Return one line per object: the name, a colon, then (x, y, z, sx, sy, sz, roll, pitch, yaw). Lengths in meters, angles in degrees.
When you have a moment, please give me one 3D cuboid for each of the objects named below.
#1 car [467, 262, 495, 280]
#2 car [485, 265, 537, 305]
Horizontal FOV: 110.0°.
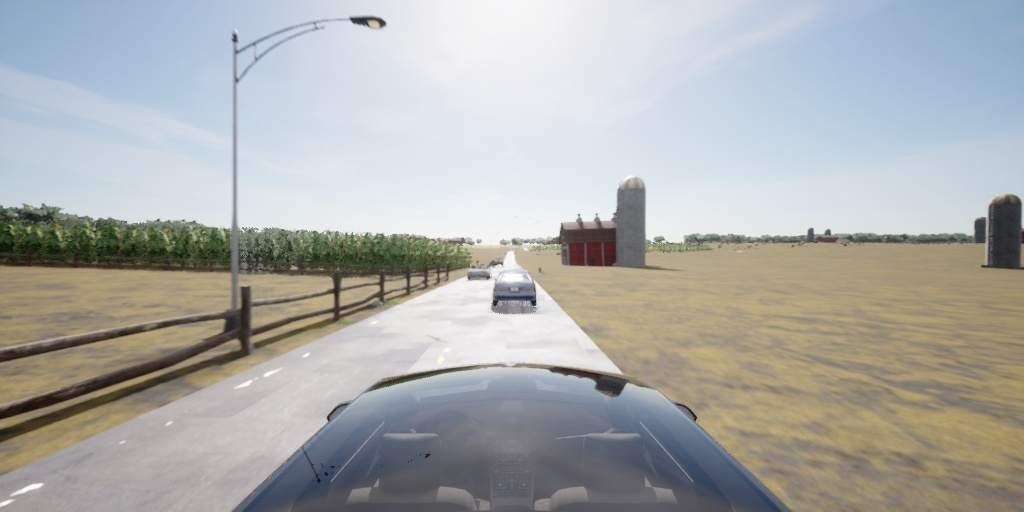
car: (-2.838, 1.407, 31.777, 1.895, 1.301, 4.718, 0, 0, 0)
car: (0.103, 1.303, 16.025, 2.033, 1.411, 5.357, 0, 0, 0)
